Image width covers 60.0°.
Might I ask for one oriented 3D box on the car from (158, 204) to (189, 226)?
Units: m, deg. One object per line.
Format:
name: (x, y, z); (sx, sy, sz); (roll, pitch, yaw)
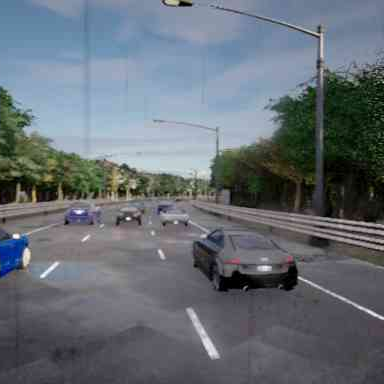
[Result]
car: (-1.449, 1.880, 25.957); (1.895, 1.301, 4.718); (1, -1, -8)

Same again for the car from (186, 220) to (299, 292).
car: (1.246, 1.692, 9.385); (1.994, 1.385, 4.181); (1, -1, -10)

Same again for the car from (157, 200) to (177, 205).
car: (-3.293, 1.901, 41.427); (1.882, 1.535, 5.008); (1, -1, -6)

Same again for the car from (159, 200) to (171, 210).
car: (-4.441, 2.062, 55.207); (1.837, 1.490, 4.892); (1, -1, -4)

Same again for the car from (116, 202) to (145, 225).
car: (-4.821, 1.757, 25.846); (1.812, 1.442, 4.674); (1, -1, -8)

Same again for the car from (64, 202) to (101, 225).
car: (-8.362, 1.533, 25.858); (2.097, 1.767, 4.553); (1, -1, -8)

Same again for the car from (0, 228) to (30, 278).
car: (-5.518, 1.496, 8.096); (1.882, 1.535, 5.008); (1, -1, -10)
